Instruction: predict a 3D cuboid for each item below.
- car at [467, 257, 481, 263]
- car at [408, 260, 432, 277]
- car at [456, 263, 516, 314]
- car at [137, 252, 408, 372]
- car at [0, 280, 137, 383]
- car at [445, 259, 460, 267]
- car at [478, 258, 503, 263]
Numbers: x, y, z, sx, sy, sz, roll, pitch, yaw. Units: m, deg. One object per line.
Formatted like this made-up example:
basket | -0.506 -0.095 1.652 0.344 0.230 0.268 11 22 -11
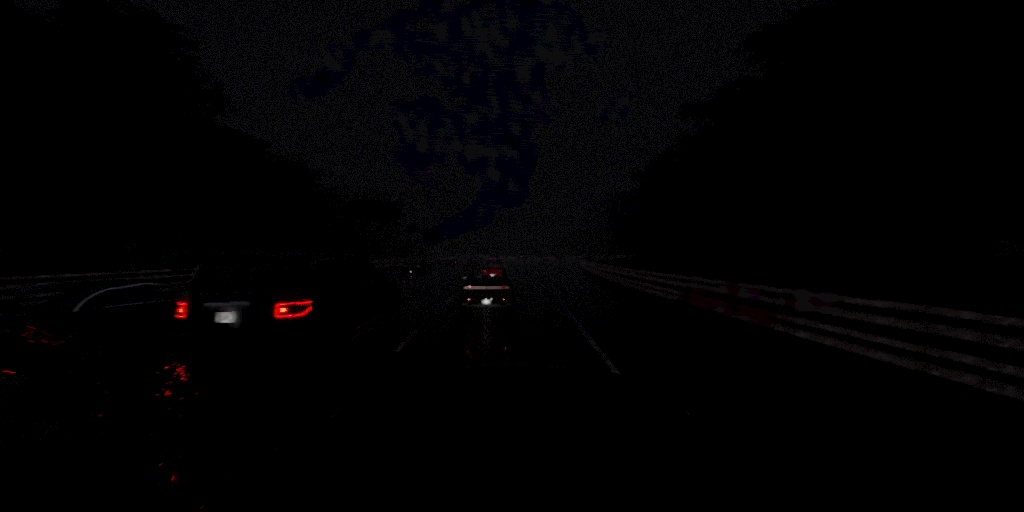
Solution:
car | -5.845 1.018 54.802 1.812 1.442 4.674 0 0 -3
car | -8.456 1.061 32.093 2.128 1.511 4.902 0 0 -2
car | -0.873 1.185 13.432 2.128 1.511 4.902 0 0 -2
car | -4.104 0.933 7.710 2.150 2.045 5.566 0 0 -2
car | -7.548 1.195 6.940 2.128 1.511 4.902 0 0 -2
car | -9.424 1.077 57.249 1.895 1.301 4.718 0 0 -3
car | -1.374 1.146 27.167 1.812 1.442 4.674 0 0 -2
